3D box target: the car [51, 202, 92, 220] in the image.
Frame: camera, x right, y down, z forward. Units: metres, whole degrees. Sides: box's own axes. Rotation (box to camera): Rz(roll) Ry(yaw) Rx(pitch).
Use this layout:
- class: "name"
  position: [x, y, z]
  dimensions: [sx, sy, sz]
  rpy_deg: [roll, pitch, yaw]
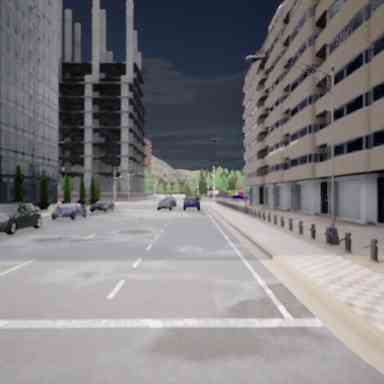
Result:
- class: "car"
  position: [-10.618, 1.608, 29.151]
  dimensions: [1.812, 1.442, 4.674]
  rpy_deg: [0, 0, 0]

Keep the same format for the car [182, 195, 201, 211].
- class: "car"
  position: [-0.047, 1.348, 43.145]
  dimensions: [2.150, 2.045, 5.566]
  rpy_deg: [0, 0, 0]

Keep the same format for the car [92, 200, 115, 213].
- class: "car"
  position: [-10.576, 1.662, 39.764]
  dimensions: [2.033, 1.411, 5.357]
  rpy_deg: [0, 0, 1]

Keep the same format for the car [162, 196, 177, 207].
- class: "car"
  position: [-3.559, 1.510, 53.793]
  dimensions: [2.097, 1.767, 4.553]
  rpy_deg: [0, 0, 0]

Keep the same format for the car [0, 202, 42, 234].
- class: "car"
  position: [-10.613, 1.405, 19.316]
  dimensions: [2.097, 1.767, 4.553]
  rpy_deg: [0, 0, 0]

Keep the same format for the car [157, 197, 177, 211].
- class: "car"
  position: [-3.442, 1.673, 43.132]
  dimensions: [2.033, 1.411, 5.357]
  rpy_deg: [0, 0, 0]
